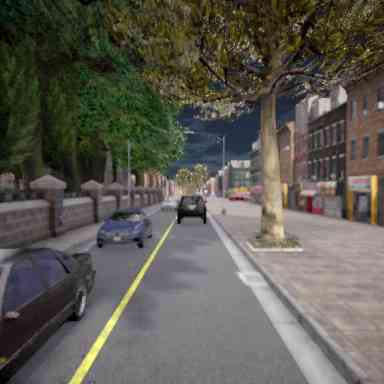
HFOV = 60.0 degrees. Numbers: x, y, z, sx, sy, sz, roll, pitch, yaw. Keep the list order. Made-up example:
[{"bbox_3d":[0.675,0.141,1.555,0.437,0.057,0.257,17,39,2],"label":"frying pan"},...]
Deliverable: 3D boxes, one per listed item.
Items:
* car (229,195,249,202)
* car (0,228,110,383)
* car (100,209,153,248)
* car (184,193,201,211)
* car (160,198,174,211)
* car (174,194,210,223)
[{"bbox_3d":[11.793,1.573,83.971,5.009,1.841,2.192,1,0,0],"label":"car"},{"bbox_3d":[-2.849,1.542,4.557,2.033,1.411,5.357,0,0,0],"label":"car"},{"bbox_3d":[-2.837,1.513,14.892,1.812,1.442,4.674,0,0,0],"label":"car"},{"bbox_3d":[0.071,1.218,42.915,2.150,2.045,5.566,0,0,0],"label":"car"},{"bbox_3d":[-2.757,1.519,40.941,1.812,1.442,4.674,0,0,0],"label":"car"},{"bbox_3d":[0.014,1.210,25.471,2.150,2.045,5.566,0,0,0],"label":"car"}]
